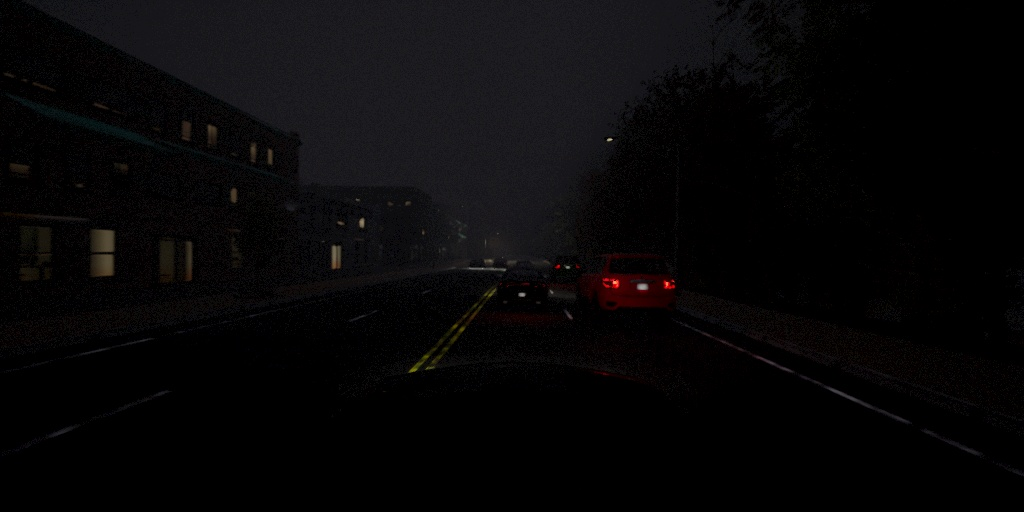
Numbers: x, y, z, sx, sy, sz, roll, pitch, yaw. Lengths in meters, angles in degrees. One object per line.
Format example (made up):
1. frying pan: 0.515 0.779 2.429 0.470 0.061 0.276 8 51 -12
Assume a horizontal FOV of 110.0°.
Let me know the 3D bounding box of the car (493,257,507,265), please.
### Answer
1. car: -1.707 0.937 51.763 1.882 1.535 5.008 1 1 2

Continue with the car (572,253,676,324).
1. car: 3.599 0.966 12.267 2.150 2.045 5.566 1 -1 2

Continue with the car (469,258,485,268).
1. car: -4.961 0.953 51.761 2.033 1.411 5.357 1 0 2

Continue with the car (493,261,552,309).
1. car: 0.440 1.167 14.809 1.882 1.535 5.008 1 0 2

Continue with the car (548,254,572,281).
1. car: 4.163 0.901 28.675 2.150 2.045 5.566 1 1 2
